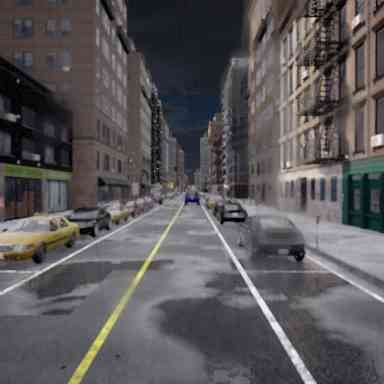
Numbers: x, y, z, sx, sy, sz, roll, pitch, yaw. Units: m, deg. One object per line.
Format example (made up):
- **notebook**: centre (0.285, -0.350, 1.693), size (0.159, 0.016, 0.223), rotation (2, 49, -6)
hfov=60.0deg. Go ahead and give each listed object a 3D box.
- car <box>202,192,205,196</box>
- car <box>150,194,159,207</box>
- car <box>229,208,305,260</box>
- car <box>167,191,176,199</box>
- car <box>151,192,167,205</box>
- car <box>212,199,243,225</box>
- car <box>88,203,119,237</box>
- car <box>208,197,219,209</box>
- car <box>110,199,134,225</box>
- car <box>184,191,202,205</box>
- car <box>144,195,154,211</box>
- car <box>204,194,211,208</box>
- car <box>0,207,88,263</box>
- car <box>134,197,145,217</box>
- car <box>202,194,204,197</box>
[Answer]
- **car**: centre (2.687, 0.750, 92.501), size (1.967, 1.590, 4.097), rotation (0, 0, 0)
- **car**: centre (-5.367, 1.273, 38.865), size (2.008, 1.369, 4.403), rotation (0, 0, 0)
- **car**: centre (2.644, 1.468, 11.788), size (2.008, 1.369, 4.403), rotation (0, 0, 0)
- **car**: centre (-5.347, 0.989, 76.152), size (2.008, 1.369, 4.403), rotation (0, 0, 0)
- **car**: centre (-5.361, 0.955, 49.688), size (2.192, 1.841, 5.009), rotation (0, 0, 0)
- **car**: centre (2.649, 1.407, 22.613), size (1.947, 1.339, 4.313), rotation (0, 0, 0)
- **car**: centre (-5.379, 1.445, 17.214), size (1.947, 1.339, 4.313), rotation (0, 0, 0)
- **car**: centre (2.653, 1.369, 28.026), size (1.947, 1.339, 4.313), rotation (0, 0, 0)
- **car**: centre (-5.376, 1.368, 22.456), size (1.752, 1.417, 4.829), rotation (0, 0, 0)
- **car**: centre (0.026, 0.870, 48.577), size (2.150, 2.045, 5.566), rotation (0, 0, 0)
- **car**: centre (-5.370, 1.314, 33.452), size (2.008, 1.369, 4.403), rotation (0, 0, 0)
- **car**: centre (2.659, 1.246, 39.021), size (1.752, 1.417, 4.829), rotation (0, 0, 0)
- **car**: centre (-5.382, 1.443, 11.631), size (1.752, 1.417, 4.829), rotation (0, 0, 0)
- **car**: centre (-5.373, 1.385, 28.039), size (1.802, 1.307, 4.206), rotation (0, 0, 0)
- **car**: centre (2.661, 1.263, 44.264), size (1.802, 1.307, 4.206), rotation (0, 0, 0)
